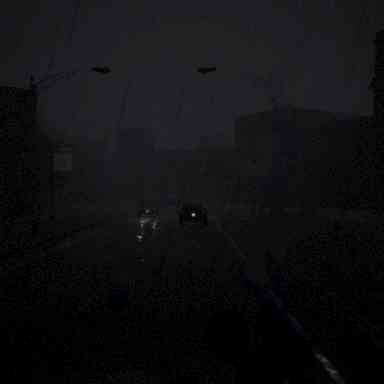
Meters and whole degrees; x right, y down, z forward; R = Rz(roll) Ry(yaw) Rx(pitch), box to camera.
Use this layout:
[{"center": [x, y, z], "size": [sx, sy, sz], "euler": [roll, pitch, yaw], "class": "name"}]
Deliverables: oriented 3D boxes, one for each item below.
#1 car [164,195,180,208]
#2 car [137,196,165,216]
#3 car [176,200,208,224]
[{"center": [-3.163, 1.142, 41.497], "size": [1.882, 1.535, 5.008], "euler": [-1, 1, -25], "class": "car"}, {"center": [-3.833, 1.321, 29.973], "size": [2.128, 1.511, 4.902], "euler": [0, 0, -4], "class": "car"}, {"center": [0.067, 1.445, 23.765], "size": [1.994, 1.385, 4.181], "euler": [0, 0, -1], "class": "car"}]
